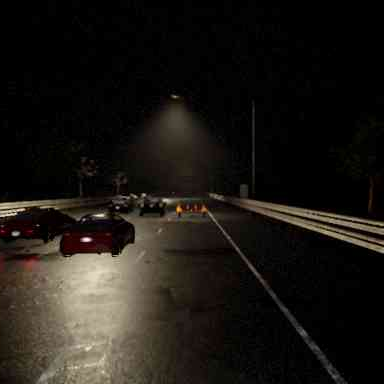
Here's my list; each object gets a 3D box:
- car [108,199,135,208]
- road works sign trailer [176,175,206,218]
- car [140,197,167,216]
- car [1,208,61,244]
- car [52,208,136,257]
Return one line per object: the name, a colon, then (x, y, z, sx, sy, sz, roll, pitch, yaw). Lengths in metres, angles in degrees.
car: (-6.925, 1.418, 33.004, 1.994, 1.385, 4.181, 0, 0, 0)
road works sign trailer: (-0.023, 0.339, 28.415, 2.380, 3.560, 2.880, 0, 0, 0)
car: (-3.425, 1.218, 30.313, 2.097, 1.767, 4.553, 0, 0, 0)
car: (-6.913, 1.457, 15.377, 1.812, 1.442, 4.674, 0, 0, 0)
car: (-3.409, 1.507, 12.738, 1.994, 1.385, 4.181, 0, 0, 0)
